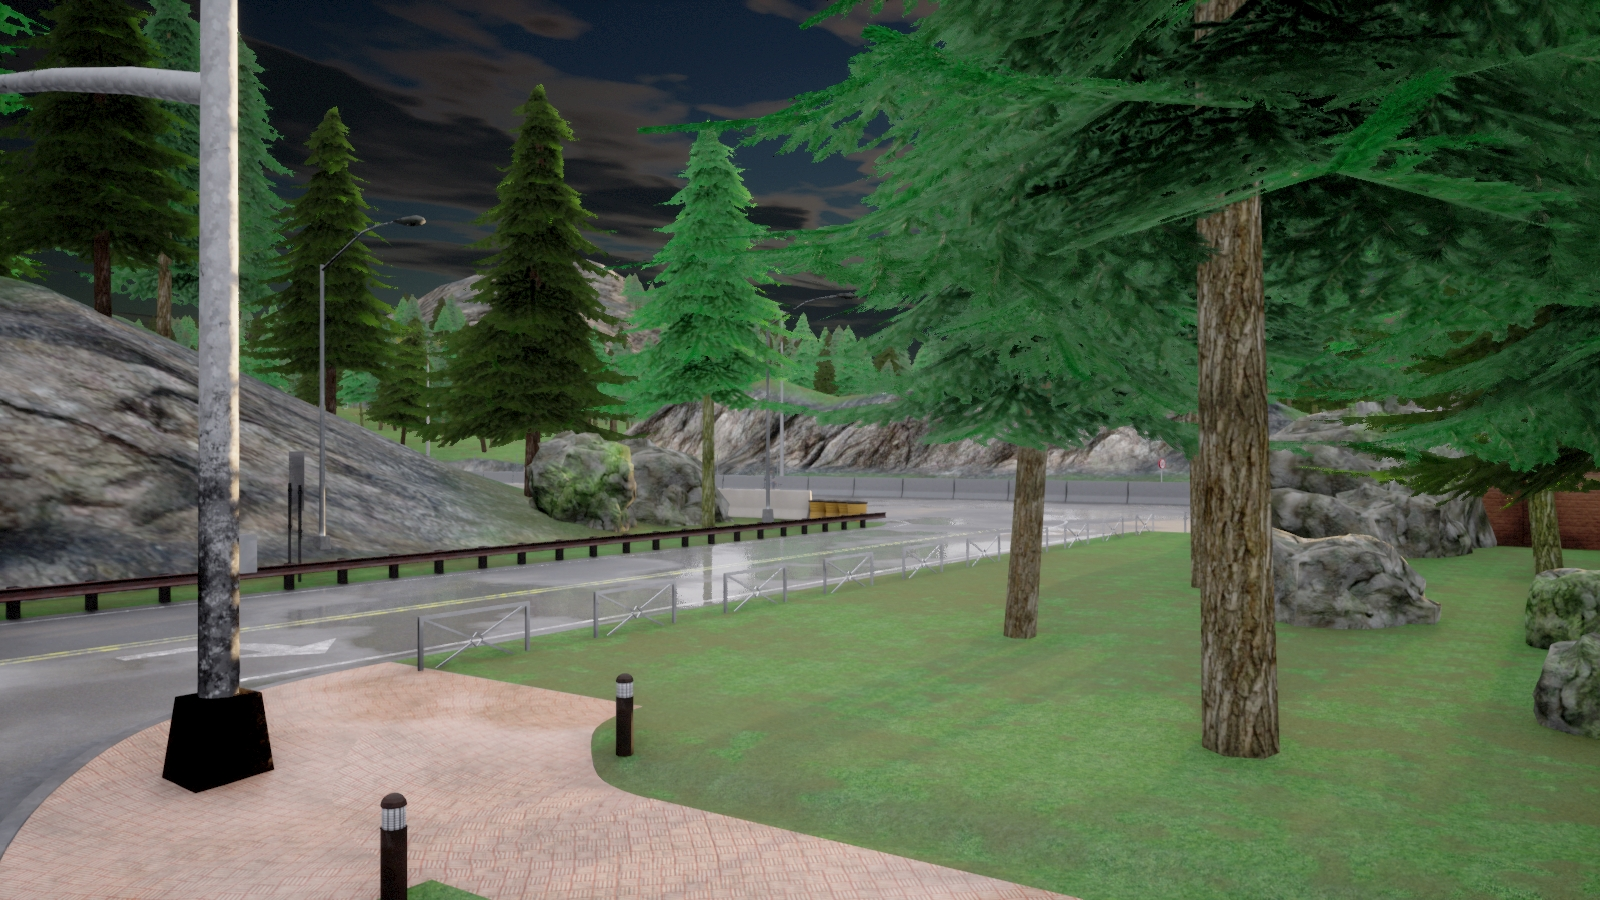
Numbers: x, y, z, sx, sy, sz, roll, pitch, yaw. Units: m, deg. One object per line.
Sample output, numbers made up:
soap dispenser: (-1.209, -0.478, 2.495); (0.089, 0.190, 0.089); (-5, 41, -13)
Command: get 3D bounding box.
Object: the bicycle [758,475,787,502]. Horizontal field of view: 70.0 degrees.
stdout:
bicycle: (-1.509, 2.097, 62.251); (1.643, 1.414, 0.373); (1, 0, 34)
